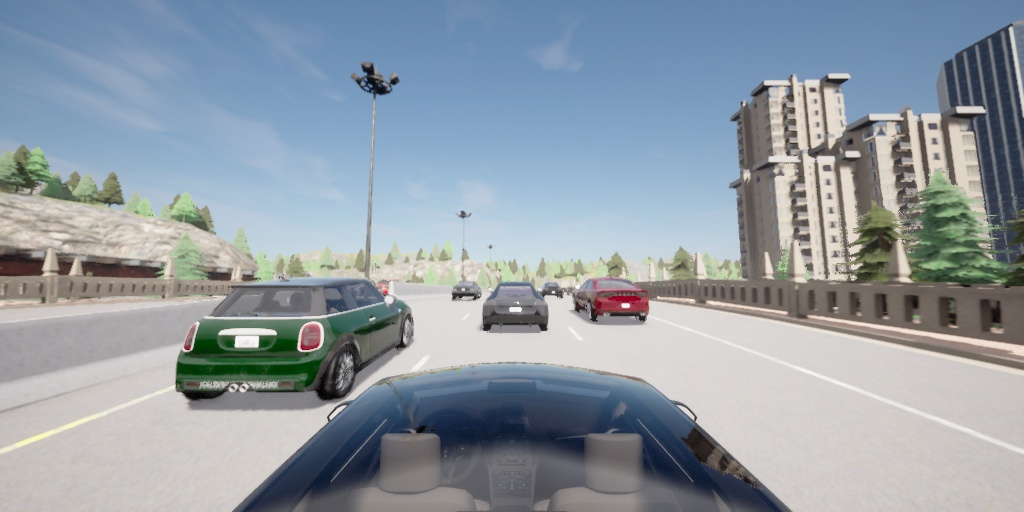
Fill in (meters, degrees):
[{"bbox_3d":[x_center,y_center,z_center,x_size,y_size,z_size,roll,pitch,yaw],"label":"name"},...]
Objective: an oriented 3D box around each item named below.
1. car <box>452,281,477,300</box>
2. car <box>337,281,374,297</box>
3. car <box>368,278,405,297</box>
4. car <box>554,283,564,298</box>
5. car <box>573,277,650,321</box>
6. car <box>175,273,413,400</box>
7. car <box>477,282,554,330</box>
[{"bbox_3d":[-3.404,2.648,27.553,2.033,1.411,5.357,0,-6,0],"label":"car"},{"bbox_3d":[-17.591,3.733,40.590,2.097,1.767,4.553,0,-5,0],"label":"car"},{"bbox_3d":[-14.094,3.621,40.749,2.150,2.045,5.566,0,-6,0],"label":"car"},{"bbox_3d":[3.595,3.203,33.418,1.812,1.442,4.674,0,-6,0],"label":"car"},{"bbox_3d":[3.598,1.548,13.822,1.882,1.535,5.008,0,-3,0],"label":"car"},{"bbox_3d":[-3.401,1.168,6.725,2.097,1.767,4.553,0,-1,0],"label":"car"},{"bbox_3d":[0.099,1.551,12.023,1.994,1.385,4.181,0,-2,0],"label":"car"}]
